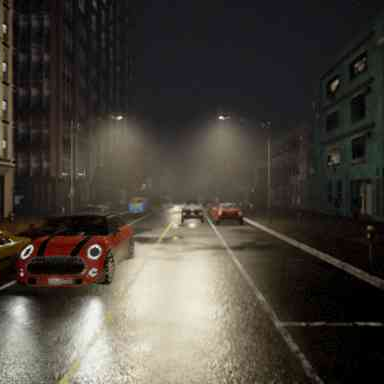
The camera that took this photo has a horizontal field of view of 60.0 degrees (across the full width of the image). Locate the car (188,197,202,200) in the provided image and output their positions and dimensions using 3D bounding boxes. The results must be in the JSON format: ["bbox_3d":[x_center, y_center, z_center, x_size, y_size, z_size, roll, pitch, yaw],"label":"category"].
[{"bbox_3d":[0.010,1.719,44.358,1.837,1.490,4.892,0,-1,0],"label":"car"}]

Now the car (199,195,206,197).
[{"bbox_3d":[2.528,1.729,80.450,2.192,1.841,5.009,0,0,0],"label":"car"}]

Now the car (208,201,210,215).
[{"bbox_3d":[2.630,1.728,30.615,1.802,1.307,4.206,0,0,0],"label":"car"}]

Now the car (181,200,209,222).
[{"bbox_3d":[0.042,1.678,27.495,2.033,1.411,5.357,0,0,0],"label":"car"}]

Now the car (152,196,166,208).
[{"bbox_3d":[-5.796,1.575,52.749,2.192,1.841,5.009,0,0,0],"label":"car"}]

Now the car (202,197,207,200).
[{"bbox_3d":[2.584,1.826,52.764,1.947,1.339,4.313,0,0,0],"label":"car"}]

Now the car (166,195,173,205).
[{"bbox_3d":[-5.830,1.666,69.361,2.192,1.841,5.009,0,0,0],"label":"car"}]

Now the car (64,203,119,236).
[{"bbox_3d":[-5.728,1.532,19.528,1.967,1.590,4.097,0,0,0],"label":"car"}]

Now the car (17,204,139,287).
[{"bbox_3d":[-3.041,1.396,9.622,2.097,1.767,4.553,0,0,0],"label":"car"}]

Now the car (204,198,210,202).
[{"bbox_3d":[2.619,1.719,36.153,1.887,1.381,4.507,0,0,0],"label":"car"}]

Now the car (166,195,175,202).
[{"bbox_3d":[-5.875,1.792,91.508,2.192,1.841,5.009,0,0,0],"label":"car"}]

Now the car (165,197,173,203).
[{"bbox_3d":[-5.865,1.969,85.800,1.752,1.417,4.829,0,0,0],"label":"car"}]

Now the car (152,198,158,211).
[{"bbox_3d":[-5.774,1.746,41.675,1.887,1.381,4.507,0,0,0],"label":"car"}]

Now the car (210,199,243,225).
[{"bbox_3d":[2.642,1.559,25.079,1.967,1.590,4.097,0,0,0],"label":"car"}]

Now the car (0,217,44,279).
[{"bbox_3d":[-5.705,1.564,8.283,1.752,1.417,4.829,0,0,0],"label":"car"}]

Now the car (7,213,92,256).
[{"bbox_3d":[-5.717,1.647,13.989,1.802,1.307,4.206,0,0,0],"label":"car"}]

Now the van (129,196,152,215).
[{"bbox_3d":[-5.762,1.514,36.138,1.690,1.788,3.998,0,0,0],"label":"van"}]

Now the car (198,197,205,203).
[{"bbox_3d":[2.516,1.972,86.156,1.752,1.417,4.829,0,0,0],"label":"car"}]
